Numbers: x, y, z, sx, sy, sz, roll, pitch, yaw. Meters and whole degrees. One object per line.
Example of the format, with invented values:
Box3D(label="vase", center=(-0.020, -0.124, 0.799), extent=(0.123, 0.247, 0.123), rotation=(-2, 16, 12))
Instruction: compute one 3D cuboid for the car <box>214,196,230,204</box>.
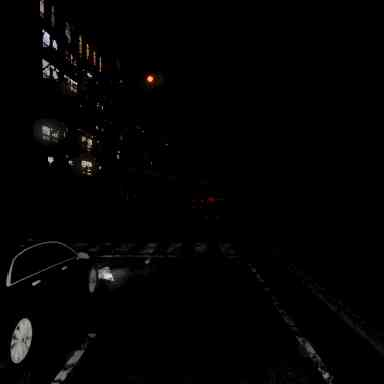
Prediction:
Box3D(label="car", center=(6.198, 1.742, 68.851), extent=(1.837, 1.490, 4.892), rotation=(0, 0, 10))

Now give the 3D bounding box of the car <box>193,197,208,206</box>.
Box3D(label="car", center=(1.330, 1.704, 58.979), extent=(1.812, 1.442, 4.674), rotation=(0, -1, 8))

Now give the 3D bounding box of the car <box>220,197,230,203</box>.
Box3D(label="car", center=(7.868, 1.857, 78.678), extent=(1.994, 1.385, 4.181), rotation=(0, 0, 12))

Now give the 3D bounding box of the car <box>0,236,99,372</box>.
Box3D(label="car", center=(-3.046, 1.507, 5.649), extent=(1.837, 1.490, 4.892), rotation=(0, 0, 1))

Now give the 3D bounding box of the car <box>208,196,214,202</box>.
Box3D(label="car", center=(4.703, 1.661, 79.434), extent=(2.097, 1.767, 4.553), rotation=(0, 0, 12))
